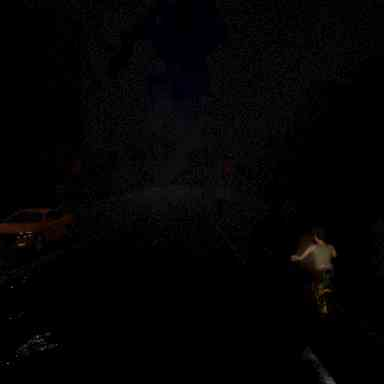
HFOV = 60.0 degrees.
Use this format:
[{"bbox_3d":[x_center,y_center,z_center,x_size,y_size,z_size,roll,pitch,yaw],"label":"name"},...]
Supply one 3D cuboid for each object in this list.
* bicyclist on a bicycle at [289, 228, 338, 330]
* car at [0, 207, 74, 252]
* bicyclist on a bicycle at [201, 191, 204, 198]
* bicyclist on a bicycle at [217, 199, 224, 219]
[{"bbox_3d":[2.211,1.425,5.889,0.866,1.612,1.509,0,0,0],"label":"bicyclist on a bicycle"},{"bbox_3d":[-6.594,1.440,13.945,1.882,1.535,5.008,0,0,0],"label":"car"},{"bbox_3d":[2.289,0.700,73.842,0.659,1.776,1.843,0,1,0],"label":"bicyclist on a bicycle"},{"bbox_3d":[2.260,1.350,26.346,0.582,1.620,1.656,0,0,0],"label":"bicyclist on a bicycle"}]
